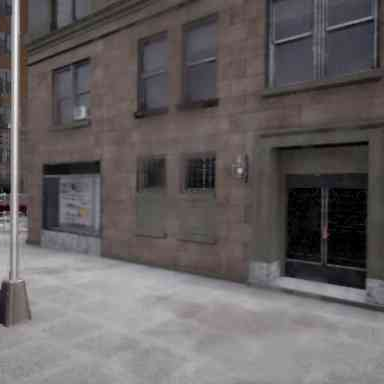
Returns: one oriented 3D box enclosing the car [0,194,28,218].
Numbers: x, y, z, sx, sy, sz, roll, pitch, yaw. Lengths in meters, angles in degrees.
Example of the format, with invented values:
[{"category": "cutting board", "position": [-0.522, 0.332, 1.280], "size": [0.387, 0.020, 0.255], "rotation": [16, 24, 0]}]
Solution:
[{"category": "car", "position": [-13.776, 1.039, 24.583], "size": [2.192, 1.841, 5.009], "rotation": [1, 1, 36]}]
